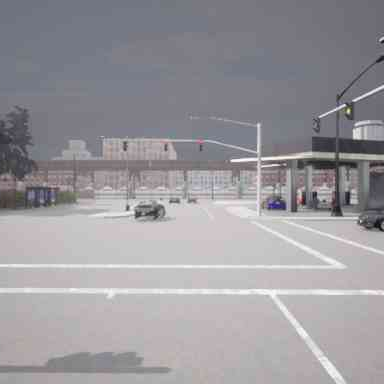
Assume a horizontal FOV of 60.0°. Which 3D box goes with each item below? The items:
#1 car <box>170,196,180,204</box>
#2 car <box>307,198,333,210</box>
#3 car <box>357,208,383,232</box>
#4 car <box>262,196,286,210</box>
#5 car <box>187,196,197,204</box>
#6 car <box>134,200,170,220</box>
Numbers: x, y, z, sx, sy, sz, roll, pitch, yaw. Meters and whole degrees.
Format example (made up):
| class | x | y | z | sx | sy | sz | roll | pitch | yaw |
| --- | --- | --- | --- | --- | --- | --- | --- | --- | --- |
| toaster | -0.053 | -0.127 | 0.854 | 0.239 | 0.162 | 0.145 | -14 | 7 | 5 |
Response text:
| class | x | y | z | sx | sy | sz | roll | pitch | yaw |
| --- | --- | --- | --- | --- | --- | --- | --- | --- | --- |
| car | -3.376 | 1.561 | 65.454 | 1.994 | 1.385 | 4.181 | 0 | 0 | 0 |
| car | 15.469 | 1.454 | 40.452 | 1.970 | 1.475 | 3.806 | 0 | 0 | 0 |
| car | 12.297 | 1.504 | 19.528 | 4.892 | 1.490 | 1.837 | 0 | 0 | -1 |
| car | 9.724 | 1.293 | 39.691 | 2.242 | 1.667 | 4.611 | 0 | 0 | 0 |
| car | 0.022 | 1.545 | 64.370 | 2.033 | 1.411 | 5.357 | 0 | 0 | 0 |
| car | -3.532 | 1.490 | 28.174 | 2.128 | 1.511 | 4.902 | 0 | 0 | 6 |
